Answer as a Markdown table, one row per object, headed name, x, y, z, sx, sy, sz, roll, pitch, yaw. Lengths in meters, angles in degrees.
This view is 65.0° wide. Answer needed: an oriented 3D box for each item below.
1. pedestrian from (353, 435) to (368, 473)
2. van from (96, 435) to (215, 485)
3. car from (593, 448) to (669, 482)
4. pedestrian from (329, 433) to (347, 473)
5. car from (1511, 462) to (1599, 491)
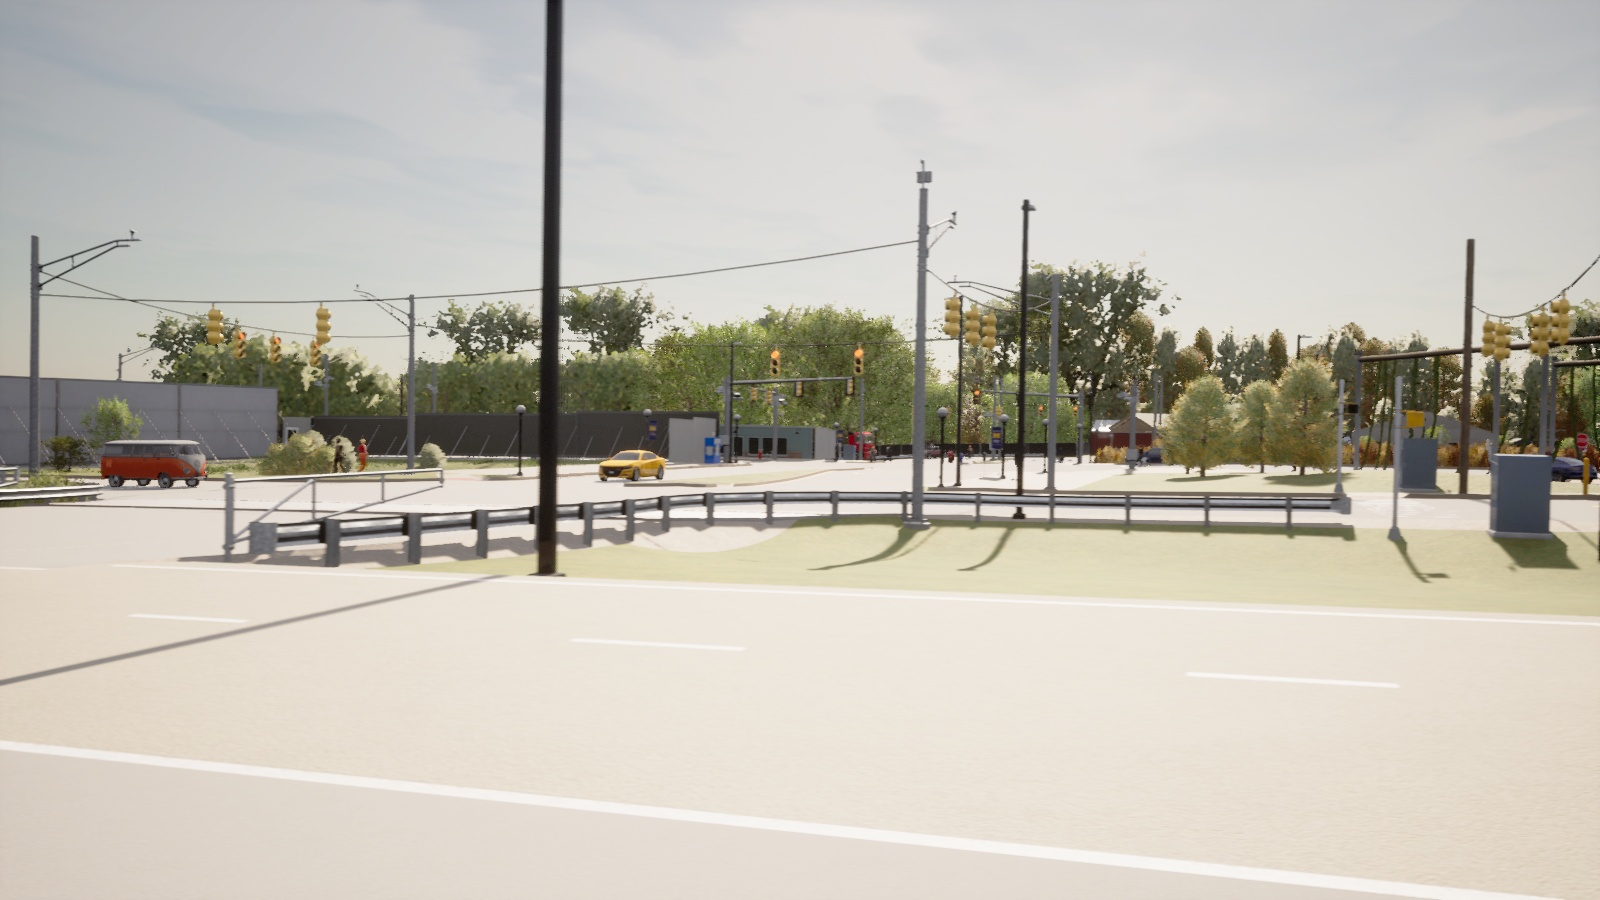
| name | x | y | z | sx | sy | sz | roll | pitch | yaw |
| --- | --- | --- | --- | --- | --- | --- | --- | --- | --- |
| pedestrian | -21.142 | 0.182 | 60.435 | 0.345 | 1.836 | 0.594 | 2 | 1 | 20 |
| van | -26.993 | 0.378 | 52.576 | 4.442 | 1.987 | 1.775 | 1 | 1 | 17 |
| car | -8.361 | 0.701 | 62.549 | 1.882 | 1.535 | 5.008 | 1 | 1 | 16 |
| pedestrian | -22.548 | 0.128 | 61.293 | 0.692 | 1.930 | 0.396 | 2 | 1 | 16 |
| car | 41.544 | 1.439 | 69.020 | 1.812 | 1.442 | 4.674 | 1 | 0 | -7 |
